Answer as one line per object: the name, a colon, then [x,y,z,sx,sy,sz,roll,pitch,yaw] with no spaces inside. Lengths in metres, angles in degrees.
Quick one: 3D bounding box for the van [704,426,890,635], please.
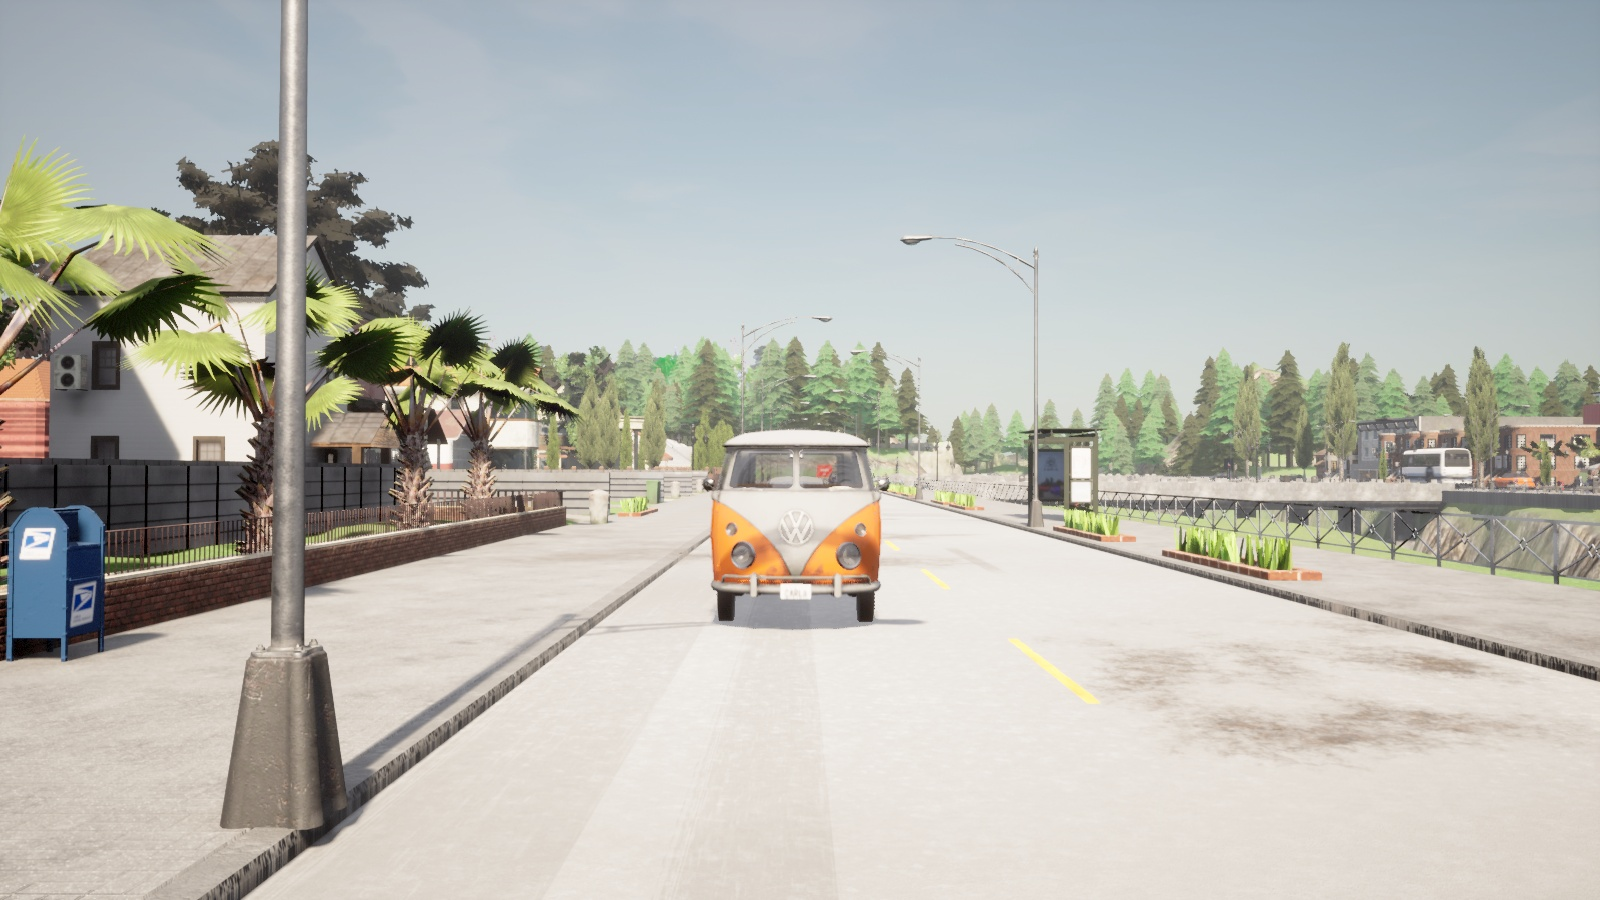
van: [-0.038,0.806,14.231,1.775,1.987,4.442,0,-1,0]
